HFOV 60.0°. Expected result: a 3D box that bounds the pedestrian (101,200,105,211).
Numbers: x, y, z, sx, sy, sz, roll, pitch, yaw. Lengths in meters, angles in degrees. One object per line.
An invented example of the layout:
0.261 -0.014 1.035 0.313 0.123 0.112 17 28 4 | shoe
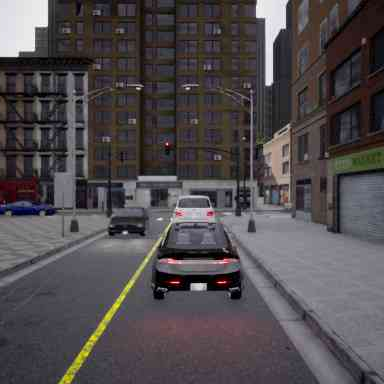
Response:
-10.156 1.497 37.932 0.375 1.300 0.375 0 0 -1 | pedestrian

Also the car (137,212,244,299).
0.101 1.490 8.407 2.128 1.511 4.902 0 0 0 | car

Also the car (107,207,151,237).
-3.292 1.541 18.414 2.033 1.411 5.357 0 0 -3 | car

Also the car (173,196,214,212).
0.100 1.215 18.861 2.150 2.045 5.566 0 0 0 | car

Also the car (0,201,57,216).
-15.472 1.577 31.624 5.008 1.535 1.882 0 0 -2 | car

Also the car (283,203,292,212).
12.065 1.394 35.167 4.674 1.442 1.812 -1 0 -1 | car
